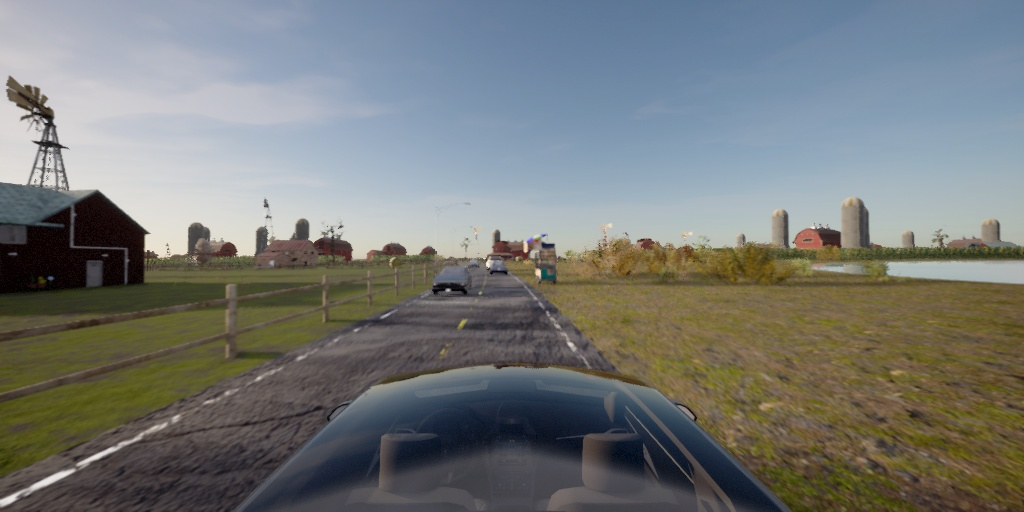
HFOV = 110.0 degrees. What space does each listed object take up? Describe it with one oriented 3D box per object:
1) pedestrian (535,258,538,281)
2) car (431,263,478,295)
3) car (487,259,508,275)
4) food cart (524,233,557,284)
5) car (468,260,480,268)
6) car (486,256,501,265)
[{"bbox_3d":[2.046,1.065,29.047,0.375,1.860,0.375,1,-1,-1],"label":"pedestrian"},{"bbox_3d":[-3.242,1.315,20.340,2.033,1.411,5.357,0,0,-2],"label":"car"},{"bbox_3d":[-1.528,1.368,40.683,1.994,1.385,4.181,0,0,-4],"label":"car"},{"bbox_3d":[2.456,0.241,27.017,2.280,3.560,4.660,0,0,-3],"label":"food cart"},{"bbox_3d":[-6.542,1.392,61.889,1.812,1.442,4.674,0,0,-6],"label":"car"},{"bbox_3d":[-2.531,1.056,51.704,2.150,2.045,5.566,0,0,-6],"label":"car"}]
